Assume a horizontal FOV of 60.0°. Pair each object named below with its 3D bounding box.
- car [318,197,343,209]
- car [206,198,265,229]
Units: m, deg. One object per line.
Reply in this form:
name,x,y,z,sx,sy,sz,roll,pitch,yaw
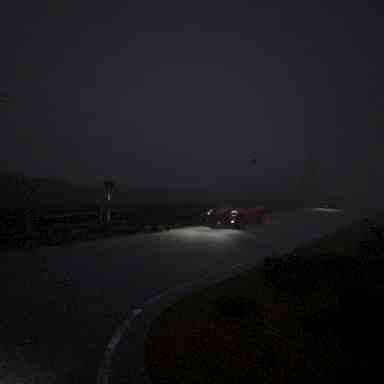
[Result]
car,17.304,1.334,41.266,2.033,1.411,5.357,2,1,35
car,2.774,1.173,20.555,2.097,1.767,4.553,2,1,35
